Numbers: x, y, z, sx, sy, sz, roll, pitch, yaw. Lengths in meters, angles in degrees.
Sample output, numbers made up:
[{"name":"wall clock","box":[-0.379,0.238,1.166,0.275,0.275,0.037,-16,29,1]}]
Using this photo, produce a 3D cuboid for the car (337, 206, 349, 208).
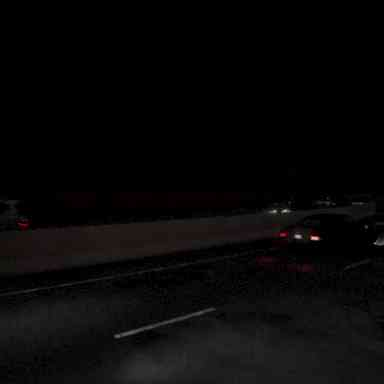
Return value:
[{"name":"car","box":[19.418,1.632,42.334,2.033,1.411,5.357,0,0,30]}]

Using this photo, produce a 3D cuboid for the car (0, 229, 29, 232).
[{"name":"car","box":[-8.415,1.258,10.983,5.566,2.045,2.150,0,0,-36]}]

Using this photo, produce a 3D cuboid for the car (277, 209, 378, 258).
[{"name":"car","box":[5.455,1.574,13.048,5.357,1.411,2.033,0,0,-43]}]
